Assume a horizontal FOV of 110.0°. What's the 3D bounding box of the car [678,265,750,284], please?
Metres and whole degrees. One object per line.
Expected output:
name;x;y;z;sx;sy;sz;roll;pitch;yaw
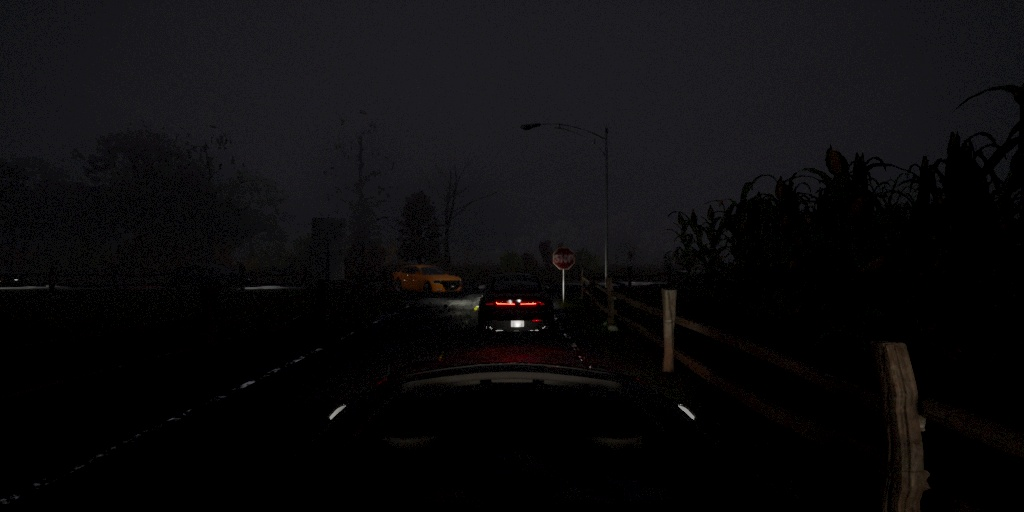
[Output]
car;14.629;1.317;25.876;4.718;1.301;1.895;0;0;1

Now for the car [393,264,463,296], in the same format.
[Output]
car;-4.645;1.228;19.484;1.882;1.535;5.008;2;-1;-44

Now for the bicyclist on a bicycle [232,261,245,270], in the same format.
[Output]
bicyclist on a bicycle;-22.402;1.240;29.442;0.582;1.620;1.656;0;0;1

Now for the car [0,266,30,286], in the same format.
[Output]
car;-35.079;1.296;23.661;4.892;1.490;1.837;0;0;1

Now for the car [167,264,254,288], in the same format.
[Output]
car;-19.591;1.285;23.427;4.892;1.490;1.837;0;0;1

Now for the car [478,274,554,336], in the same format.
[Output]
car;0.071;1.255;10.366;1.837;1.490;4.892;0;0;-1

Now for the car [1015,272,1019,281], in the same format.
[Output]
car;35.539;1.135;25.567;5.008;1.535;1.882;0;0;1
